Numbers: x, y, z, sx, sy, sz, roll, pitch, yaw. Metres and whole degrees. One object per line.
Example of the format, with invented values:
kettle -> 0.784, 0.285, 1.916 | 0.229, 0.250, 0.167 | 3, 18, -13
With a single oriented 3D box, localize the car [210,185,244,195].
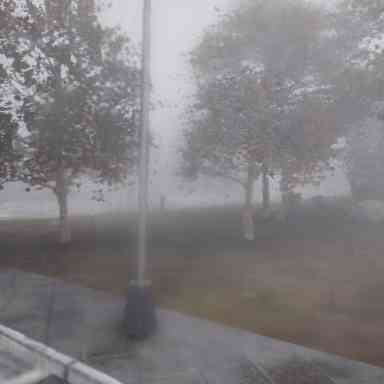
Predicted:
car -> 5.431, -0.324, 50.990 | 5.357, 1.411, 2.033 | -3, 3, -27
